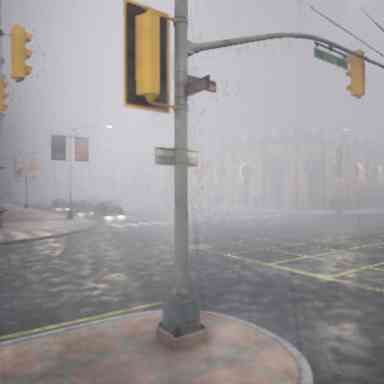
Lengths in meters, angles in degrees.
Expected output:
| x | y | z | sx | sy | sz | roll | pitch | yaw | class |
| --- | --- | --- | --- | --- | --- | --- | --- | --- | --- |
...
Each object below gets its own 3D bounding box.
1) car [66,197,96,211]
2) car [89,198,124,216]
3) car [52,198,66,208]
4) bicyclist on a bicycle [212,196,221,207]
| x | y | z | sx | sy | sz | roll | pitch | yaw | class |
| --- | --- | --- | --- | --- | --- | --- | --- | --- | --- |
| -13.563 | 1.651 | 40.769 | 1.895 | 1.301 | 4.718 | 0 | 0 | -35 | car |
| -8.459 | 1.600 | 33.589 | 1.994 | 1.385 | 4.181 | 0 | 0 | -35 | car |
| -19.245 | 1.629 | 48.907 | 1.994 | 1.385 | 4.181 | 0 | 0 | -35 | car |
| 3.527 | 1.323 | 47.721 | 1.656 | 1.620 | 0.582 | 0 | 0 | -36 | bicyclist on a bicycle |
